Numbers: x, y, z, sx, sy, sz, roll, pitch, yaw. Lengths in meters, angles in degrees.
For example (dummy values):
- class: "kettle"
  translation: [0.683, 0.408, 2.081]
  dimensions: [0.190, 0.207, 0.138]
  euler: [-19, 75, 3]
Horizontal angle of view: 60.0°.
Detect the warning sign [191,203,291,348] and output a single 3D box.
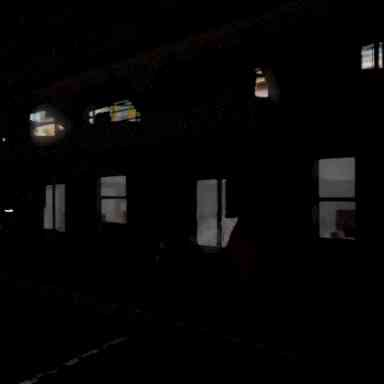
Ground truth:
- class: "warning sign"
  translation: [0.803, 1.126, 5.228]
  dimensions: [1.060, 1.860, 1.300]
  euler: [0, 0, 36]
